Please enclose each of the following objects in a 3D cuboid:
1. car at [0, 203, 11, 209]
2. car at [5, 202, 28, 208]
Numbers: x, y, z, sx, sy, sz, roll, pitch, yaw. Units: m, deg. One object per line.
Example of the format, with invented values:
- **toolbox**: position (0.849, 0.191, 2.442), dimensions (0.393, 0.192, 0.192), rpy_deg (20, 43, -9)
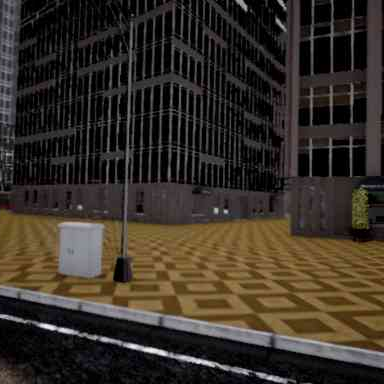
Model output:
- **car**: position (-36.882, 2.877, 66.843), dimensions (1.802, 1.307, 4.206), rpy_deg (1, -2, 36)
- **car**: position (-40.311, 3.055, 76.384), dimensions (1.947, 1.339, 4.313), rpy_deg (1, -2, 36)
